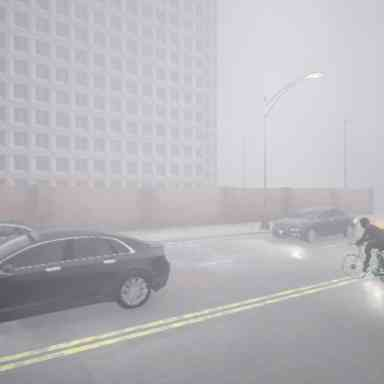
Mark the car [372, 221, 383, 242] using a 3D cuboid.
[{"bbox_3d":[9.720,1.477,14.344,5.008,1.535,1.882,0,0,-32],"label":"car"}]

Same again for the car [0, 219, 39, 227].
[{"bbox_3d":[-5.663,1.491,8.647,4.902,1.511,2.128,0,0,-33],"label":"car"}]

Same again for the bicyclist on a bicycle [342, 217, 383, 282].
[{"bbox_3d":[4.417,1.455,8.173,0.582,1.620,1.656,0,-2,-33],"label":"bicyclist on a bicycle"}]

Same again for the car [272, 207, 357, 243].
[{"bbox_3d":[6.000,1.501,16.129,4.892,1.490,1.837,-1,1,-33],"label":"car"}]

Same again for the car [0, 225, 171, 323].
[{"bbox_3d":[-2.757,1.505,6.357,4.892,1.490,1.837,0,0,-33],"label":"car"}]
